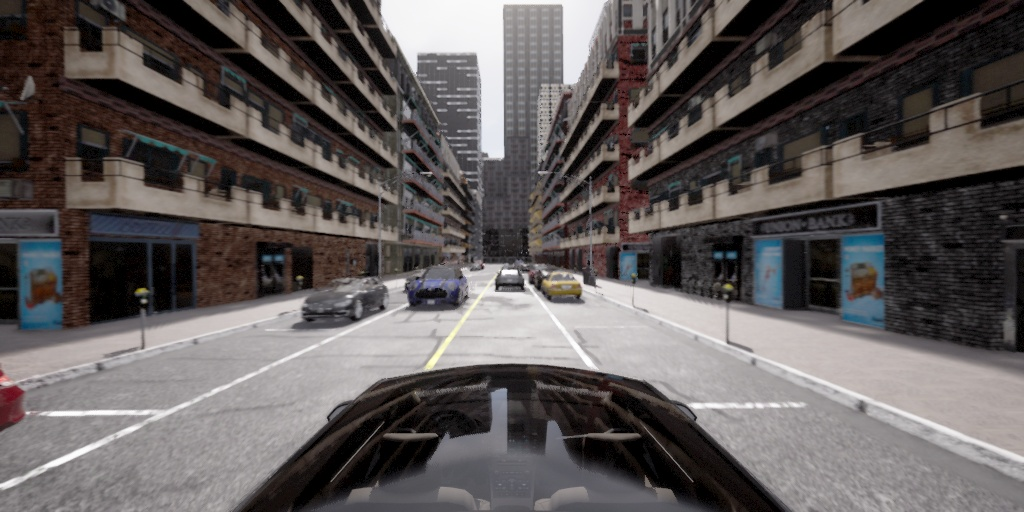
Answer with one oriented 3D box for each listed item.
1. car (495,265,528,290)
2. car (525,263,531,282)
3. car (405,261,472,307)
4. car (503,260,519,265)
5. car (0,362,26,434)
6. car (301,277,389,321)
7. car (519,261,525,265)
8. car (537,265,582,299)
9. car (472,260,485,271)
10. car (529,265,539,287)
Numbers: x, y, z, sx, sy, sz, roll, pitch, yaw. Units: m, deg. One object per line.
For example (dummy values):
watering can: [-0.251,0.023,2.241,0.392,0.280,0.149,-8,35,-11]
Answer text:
car: [-0.162,1.526,24.800,1.994,1.385,4.181,0,0,-1]
car: [2.379,1.431,29.878,1.967,1.591,4.097,0,0,-1]
car: [-3.243,1.259,16.518,2.097,1.767,4.553,0,-1,0]
car: [-0.392,1.651,44.502,1.837,1.490,4.892,0,0,-1]
car: [-5.668,1.371,1.799,1.802,1.307,4.207,0,0,-1]
car: [-5.801,1.443,13.003,2.007,1.370,4.403,0,0,-1]
car: [2.113,1.766,52.283,1.948,1.339,4.313,0,0,-1]
car: [2.510,1.413,18.845,1.751,1.417,4.829,0,0,-1]
car: [-6.401,1.911,63.415,2.007,1.370,4.403,0,0,-1]
car: [2.445,1.505,24.276,1.948,1.339,4.313,0,0,-1]
